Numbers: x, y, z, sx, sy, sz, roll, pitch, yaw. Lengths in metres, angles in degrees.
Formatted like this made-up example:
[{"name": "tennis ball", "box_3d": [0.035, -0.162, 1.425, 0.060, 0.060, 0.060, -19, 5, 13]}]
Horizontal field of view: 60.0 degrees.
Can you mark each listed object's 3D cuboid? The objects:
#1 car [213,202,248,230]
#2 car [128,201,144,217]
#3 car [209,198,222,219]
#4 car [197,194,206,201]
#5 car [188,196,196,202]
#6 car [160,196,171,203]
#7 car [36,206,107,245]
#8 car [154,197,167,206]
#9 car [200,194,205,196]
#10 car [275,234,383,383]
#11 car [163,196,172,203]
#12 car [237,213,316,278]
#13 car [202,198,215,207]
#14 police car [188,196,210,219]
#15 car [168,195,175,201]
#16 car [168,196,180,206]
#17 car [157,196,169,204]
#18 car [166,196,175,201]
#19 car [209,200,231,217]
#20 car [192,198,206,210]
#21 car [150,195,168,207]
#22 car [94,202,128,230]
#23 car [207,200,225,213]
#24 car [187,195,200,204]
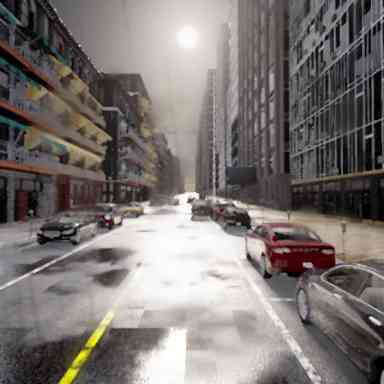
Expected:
[{"name": "car", "box_3d": [2.693, 1.602, 21.304, 2.008, 1.369, 4.403, 1, 0, 0]}, {"name": "car", "box_3d": [-5.691, 1.603, 32.437, 1.752, 1.417, 4.829, 1, 0, 0]}, {"name": "car", "box_3d": [2.693, 1.505, 26.958, 1.967, 1.590, 4.097, 1, 0, 0]}, {"name": "car", "box_3d": [2.671, 1.503, 94.775, 2.192, 1.841, 5.009, 1, 0, 0]}, {"name": "car", "box_3d": [-0.029, 1.636, 81.580, 1.895, 1.301, 4.718, 0, 0, 0]}, {"name": "car", "box_3d": [-5.704, 1.697, 72.168, 1.887, 1.381, 4.507, 1, 0, 0]}, {"name": "car", "box_3d": [-5.685, 1.589, 15.651, 2.008, 1.369, 4.403, 1, 0, 0]}, {"name": "car", "box_3d": [-5.700, 1.657, 60.695, 1.752, 1.417, 4.829, 1, 0, 0]}, {"name": "car", "box_3d": [2.680, 1.658, 61.037, 1.752, 1.417, 4.829, 1, 0, 0]}, {"name": "car", "box_3d": [2.699, 1.562, 4.351, 2.008, 1.369, 4.403, 1, 0, 0]}, {"name": "car", "box_3d": [-5.707, 1.728, 77.819, 1.947, 1.339, 4.313, 1, 0, 0]}, {"name": "car", "box_3d": [2.697, 1.569, 10.002, 1.887, 1.381, 4.507, 1, 0, 0]}, {"name": "car", "box_3d": [2.681, 1.688, 55.215, 1.947, 1.339, 4.313, 1, 0, 0]}, {"name": "police car", "box_3d": [0.866, 1.498, 30.177, 1.930, 1.638, 5.238, 0, 0, 0]}, {"name": "car", "box_3d": [-5.712, 1.713, 94.603, 1.752, 1.417, 4.829, 1, 0, 0]}, {"name": "car", "box_3d": [-3.084, 1.617, 57.060, 2.128, 1.511, 4.902, 0, 0, 0]}, {"name": "car", "box_3d": [-5.701, 1.582, 66.515, 1.967, 1.590, 4.097, 1, 0, 0]}, {"name": "car", "box_3d": [-5.710, 1.725, 89.123, 1.887, 1.381, 4.507, 1, 0, 0]}, {"name": "car", "box_3d": [2.690, 1.604, 32.778, 1.752, 1.417, 4.829, 1, 0, 0]}, {"name": "car", "box_3d": [0.883, 1.631, 46.070, 1.812, 1.442, 4.674, 0, 0, 0]}, {"name": "car", "box_3d": [-5.695, 1.437, 55.214, 2.192, 1.841, 5.009, 1, 0, 0]}, {"name": "car", "box_3d": [-5.685, 1.492, 21.303, 1.967, 1.590, 4.097, 1, 0, 0]}, {"name": "car", "box_3d": [2.687, 1.672, 38.260, 1.802, 1.307, 4.206, 1, 0, 0]}, {"name": "car", "box_3d": [-0.024, 1.708, 66.548, 1.994, 1.385, 4.181, 0, 0, 0]}]
